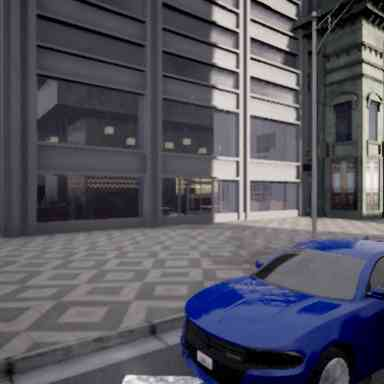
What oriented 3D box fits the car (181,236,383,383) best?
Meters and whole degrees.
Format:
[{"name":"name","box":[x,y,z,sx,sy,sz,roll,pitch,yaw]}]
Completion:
[{"name":"car","box":[2.166,1.480,4.919,5.008,1.535,1.882,0,0,-35]}]
